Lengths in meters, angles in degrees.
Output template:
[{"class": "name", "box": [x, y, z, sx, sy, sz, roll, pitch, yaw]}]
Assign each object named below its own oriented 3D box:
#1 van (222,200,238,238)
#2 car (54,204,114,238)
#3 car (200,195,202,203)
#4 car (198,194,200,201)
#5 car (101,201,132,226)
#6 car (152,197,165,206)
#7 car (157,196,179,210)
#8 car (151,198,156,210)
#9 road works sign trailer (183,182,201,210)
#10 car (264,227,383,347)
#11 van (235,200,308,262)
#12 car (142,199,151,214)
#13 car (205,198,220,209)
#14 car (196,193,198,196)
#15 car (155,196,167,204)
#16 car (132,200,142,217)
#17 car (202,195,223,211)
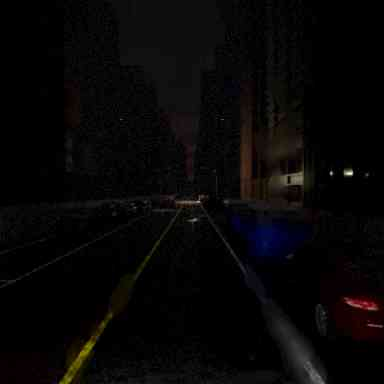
[{"class": "van", "box": [2.761, 1.345, 17.549, 1.690, 1.788, 3.998, 0, 0, 0]}, {"class": "car", "box": [-5.764, 1.555, 17.545, 2.008, 1.369, 4.403, 0, 0, 0]}, {"class": "car", "box": [2.758, 1.453, 51.615, 1.967, 1.590, 4.097, 0, 0, 0]}, {"class": "car", "box": [2.757, 1.466, 68.647, 1.967, 1.590, 4.097, 0, 0, 0]}, {"class": "car", "box": [-5.764, 1.445, 23.223, 1.967, 1.590, 4.097, 0, 0, 0]}, {"class": "car", "box": [-5.768, 1.542, 57.117, 1.752, 1.417, 4.829, 0, 0, 0]}, {"class": "car", "box": [-3.091, 1.573, 43.418, 1.994, 1.385, 4.181, 0, 0, 0]}, {"class": "car", "box": [-5.766, 1.534, 40.084, 1.752, 1.417, 4.829, 0, 0, 0]}, {"class": "road works sign trailer", "box": [-0.003, 0.474, 43.466, 2.380, 3.560, 2.880, 0, 0, 0]}, {"class": "car", "box": [2.762, 1.583, 6.193, 1.802, 1.307, 4.206, 0, 0, 0]}, {"class": "van", "box": [2.761, 1.344, 11.871, 1.690, 1.788, 3.998, 0, 0, 0]}, {"class": "car", "box": [-5.765, 1.573, 34.578, 1.947, 1.339, 4.313, 0, 0, 0]}, {"class": "car", "box": [2.759, 1.536, 46.107, 1.752, 1.417, 4.829, 0, 0, 0]}, {"class": "car", "box": [2.755, 1.482, 85.680, 1.967, 1.590, 4.097, 0, 0, 0]}, {"class": "car", "box": [-5.768, 1.566, 62.964, 1.887, 1.381, 4.507, 0, 0, 0]}, {"class": "car", "box": [-5.765, 1.532, 28.730, 1.752, 1.417, 4.829, 0, 0, 0]}, {"class": "car", "box": [2.759, 1.324, 40.259, 2.192, 1.841, 5.009, 0, 0, 0]}]
